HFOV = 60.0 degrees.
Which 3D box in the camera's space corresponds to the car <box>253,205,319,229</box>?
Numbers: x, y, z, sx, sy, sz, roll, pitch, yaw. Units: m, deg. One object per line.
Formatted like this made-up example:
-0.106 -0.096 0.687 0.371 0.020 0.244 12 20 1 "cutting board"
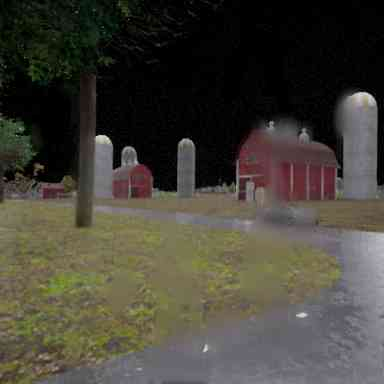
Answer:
5.833 1.501 21.083 1.994 1.385 4.181 1 0 -34 "car"
